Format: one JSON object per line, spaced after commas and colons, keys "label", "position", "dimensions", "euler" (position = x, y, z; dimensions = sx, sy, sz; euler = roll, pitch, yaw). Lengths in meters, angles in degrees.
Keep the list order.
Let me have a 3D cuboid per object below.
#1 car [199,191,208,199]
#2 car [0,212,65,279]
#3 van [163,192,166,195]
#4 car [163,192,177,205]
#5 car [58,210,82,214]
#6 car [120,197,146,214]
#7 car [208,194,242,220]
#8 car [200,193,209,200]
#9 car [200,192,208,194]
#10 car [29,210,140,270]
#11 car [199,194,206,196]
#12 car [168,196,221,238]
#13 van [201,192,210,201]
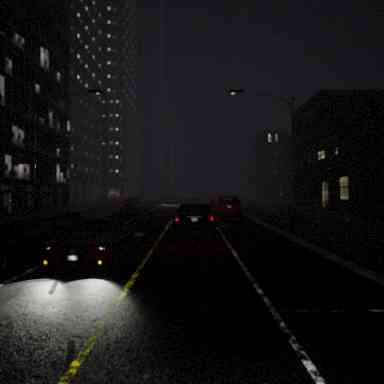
{"label": "car", "position": [2.764, 0.804, 81.082], "dimensions": [2.192, 1.841, 5.009], "euler": [1, 0, 0]}
{"label": "car", "position": [-5.672, 1.508, 9.865], "dimensions": [1.947, 1.339, 4.313], "euler": [1, 0, 0]}
{"label": "van", "position": [-5.620, 0.867, 75.607], "dimensions": [1.690, 1.788, 3.998], "euler": [1, 0, 0]}
{"label": "car", "position": [-3.038, 1.203, 52.722], "dimensions": [1.812, 1.442, 4.674], "euler": [0, 0, 0]}
{"label": "car", "position": [-5.668, 1.492, 15.410], "dimensions": [1.802, 1.307, 4.206], "euler": [1, 0, 0]}
{"label": "car", "position": [-5.654, 1.251, 32.047], "dimensions": [1.967, 1.590, 4.097], "euler": [1, 0, 0]}
{"label": "car", "position": [2.724, 1.159, 26.498], "dimensions": [2.192, 1.841, 5.009], "euler": [1, 0, 0]}
{"label": "car", "position": [2.758, 0.966, 75.604], "dimensions": [1.967, 1.590, 4.097], "euler": [1, 0, 0]}
{"label": "car", "position": [2.745, 1.159, 59.341], "dimensions": [1.752, 1.417, 4.829], "euler": [1, 0, 0]}
{"label": "car", "position": [-3.094, 1.502, 10.590], "dimensions": [1.994, 1.385, 4.181], "euler": [0, 0, 0]}
{"label": "car", "position": [0.125, 1.285, 34.748], "dimensions": [2.128, 1.511, 4.902], "euler": [0, 0, 0]}
{"label": "car", "position": [0.110, 1.253, 17.044], "dimensions": [2.097, 1.767, 4.553], "euler": [0, 0, 0]}
{"label": "van", "position": [2.756, 0.904, 70.127], "dimensions": [1.690, 1.788, 3.998], "euler": [1, 0, 0]}
